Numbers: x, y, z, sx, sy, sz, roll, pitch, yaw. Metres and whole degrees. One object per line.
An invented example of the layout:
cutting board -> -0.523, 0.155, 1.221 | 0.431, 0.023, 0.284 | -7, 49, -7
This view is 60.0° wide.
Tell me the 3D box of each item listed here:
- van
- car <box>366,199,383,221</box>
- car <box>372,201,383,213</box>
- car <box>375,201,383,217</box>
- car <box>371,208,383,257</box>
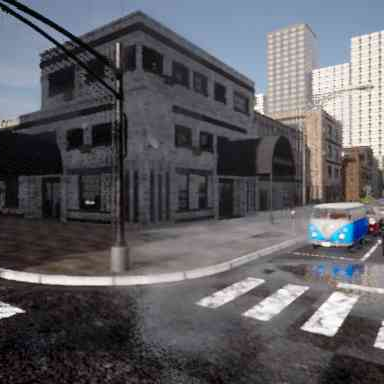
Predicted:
van -> 6.002, 1.340, 13.588 | 1.690, 1.788, 3.998 | 0, 0, 35
car -> 15.599, 1.441, 27.099 | 1.967, 1.590, 4.097 | 0, 0, 35
car -> 9.201, 1.438, 18.091 | 1.967, 1.590, 4.097 | 0, 0, 35
car -> 18.798, 1.554, 31.602 | 2.008, 1.369, 4.403 | 0, 0, 35
car -> 8.210, 1.489, 12.221 | 2.128, 1.511, 4.902 | 0, 0, 35
